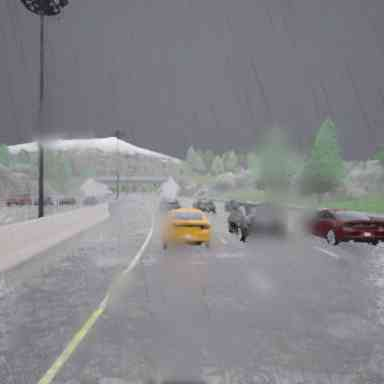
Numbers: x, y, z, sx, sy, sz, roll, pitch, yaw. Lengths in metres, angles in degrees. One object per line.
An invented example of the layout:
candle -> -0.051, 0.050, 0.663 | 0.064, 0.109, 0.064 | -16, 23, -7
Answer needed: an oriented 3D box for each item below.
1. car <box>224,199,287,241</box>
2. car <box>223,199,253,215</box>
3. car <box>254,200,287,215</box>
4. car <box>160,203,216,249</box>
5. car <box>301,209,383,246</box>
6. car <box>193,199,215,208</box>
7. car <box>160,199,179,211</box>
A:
car -> 3.114, 1.359, 16.807 | 2.097, 1.767, 4.553 | 0, 0, -3
car -> 4.725, 1.512, 35.142 | 1.837, 1.490, 4.892 | 0, 0, -8
car -> 8.246, 1.587, 35.200 | 1.994, 1.385, 4.181 | 0, 0, -8
car -> -0.250, 1.471, 14.644 | 1.882, 1.535, 5.008 | 0, 0, -3
car -> 6.713, 1.501, 15.445 | 1.882, 1.535, 5.008 | 0, 0, -3
car -> 1.198, 1.483, 35.075 | 2.128, 1.511, 4.902 | 0, 0, -8
car -> -2.319, 1.467, 34.919 | 2.128, 1.511, 4.902 | 0, 0, -8
